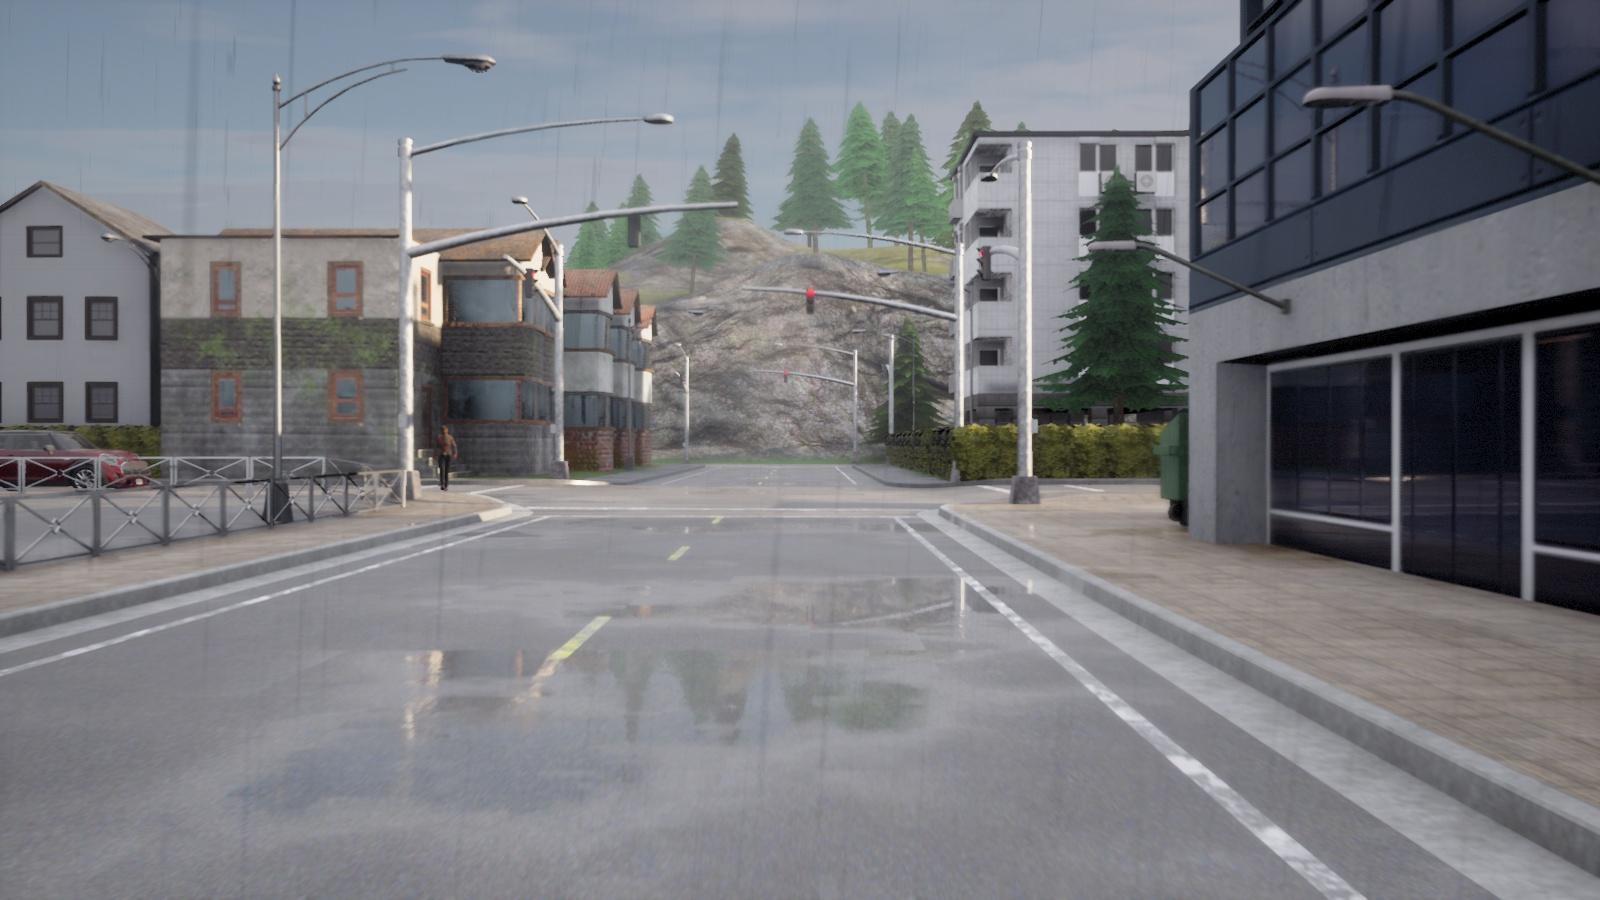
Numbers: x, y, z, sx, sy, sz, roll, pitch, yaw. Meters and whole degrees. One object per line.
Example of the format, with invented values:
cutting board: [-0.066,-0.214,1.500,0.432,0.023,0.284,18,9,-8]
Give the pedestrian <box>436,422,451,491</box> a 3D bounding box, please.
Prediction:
pedestrian: [-9.536,0.170,33.582,0.328,1.805,0.869,0,0,-12]

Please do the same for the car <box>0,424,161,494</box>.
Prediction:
car: [-19.647,0.226,33.084,4.553,1.767,2.097,0,0,0]
